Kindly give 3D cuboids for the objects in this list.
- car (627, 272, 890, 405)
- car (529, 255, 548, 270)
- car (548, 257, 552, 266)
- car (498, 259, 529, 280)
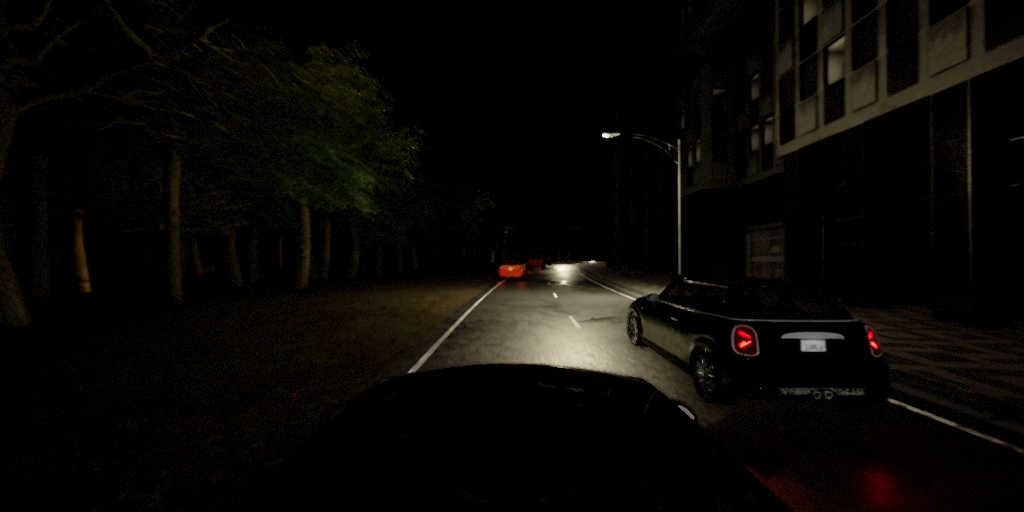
[{"bbox_3d":[3.687,1.106,6.478,2.097,1.767,4.553,0,0,1],"label":"car"},{"bbox_3d":[3.424,0.848,49.691,2.150,2.045,5.566,0,1,9],"label":"car"},{"bbox_3d":[5.918,0.884,64.608,2.097,1.767,4.553,0,0,12],"label":"car"},{"bbox_3d":[0.056,1.057,30.584,2.097,1.767,4.553,0,0,5],"label":"car"}]
